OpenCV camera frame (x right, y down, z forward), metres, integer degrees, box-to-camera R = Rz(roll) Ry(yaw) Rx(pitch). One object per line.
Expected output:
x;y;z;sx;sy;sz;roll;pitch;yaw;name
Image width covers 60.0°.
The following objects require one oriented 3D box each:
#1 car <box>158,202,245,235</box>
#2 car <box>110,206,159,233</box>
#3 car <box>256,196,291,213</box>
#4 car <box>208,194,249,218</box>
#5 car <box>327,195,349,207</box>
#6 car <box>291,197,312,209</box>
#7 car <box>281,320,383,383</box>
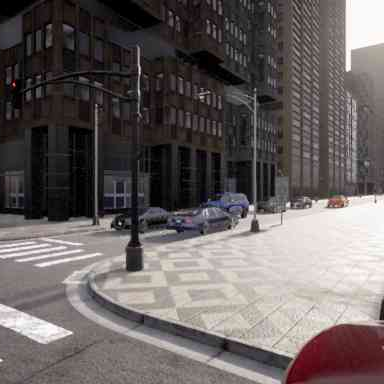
0.729;1.512;18.723;2.033;1.411;5.357;0;0;34;car
-2.732;1.525;19.527;1.994;1.385;4.181;0;0;35;car
8.379;1.270;35.255;2.097;1.767;4.553;0;0;35;car
2.748;1.161;27.296;2.150;2.045;5.566;0;0;35;car
20.895;1.235;47.453;2.097;1.767;4.553;0;0;35;car
14.358;1.386;43.664;2.128;1.511;4.902;0;0;35;car
2.705;1.315;1.032;5.009;1.841;2.192;0;0;35;car
